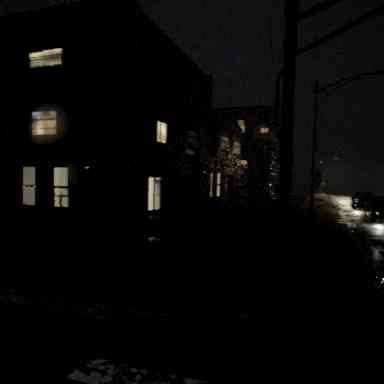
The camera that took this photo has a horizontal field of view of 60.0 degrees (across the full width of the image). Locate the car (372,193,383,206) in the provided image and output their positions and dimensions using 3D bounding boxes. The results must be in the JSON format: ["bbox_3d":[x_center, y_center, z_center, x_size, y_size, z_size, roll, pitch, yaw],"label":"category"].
[{"bbox_3d":[22.778,0.917,39.472,1.895,1.301,4.718,2,2,21],"label":"car"}]

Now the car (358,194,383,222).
[{"bbox_3d":[12.571,1.134,21.932,2.033,1.411,5.357,2,2,21],"label":"car"}]

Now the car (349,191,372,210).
[{"bbox_3d":[16.240,0.734,31.507,2.097,1.767,4.553,2,2,21],"label":"car"}]
